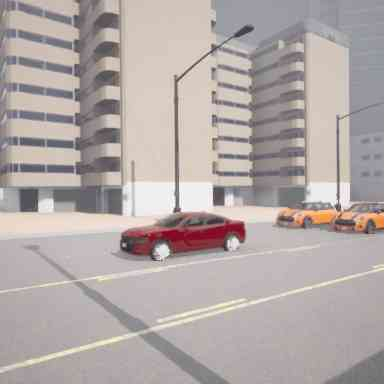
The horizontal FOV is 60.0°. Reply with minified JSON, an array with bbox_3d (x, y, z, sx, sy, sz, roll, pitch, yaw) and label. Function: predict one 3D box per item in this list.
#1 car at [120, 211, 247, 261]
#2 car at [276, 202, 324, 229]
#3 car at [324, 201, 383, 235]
[{"bbox_3d":[-0.191,1.481,12.396,5.008,1.535,1.882,0,0,-35],"label":"car"},{"bbox_3d":[7.705,1.443,22.145,4.553,1.767,2.097,1,0,-35],"label":"car"},{"bbox_3d":[10.269,1.450,19.696,4.553,1.767,2.097,1,0,-35],"label":"car"}]
